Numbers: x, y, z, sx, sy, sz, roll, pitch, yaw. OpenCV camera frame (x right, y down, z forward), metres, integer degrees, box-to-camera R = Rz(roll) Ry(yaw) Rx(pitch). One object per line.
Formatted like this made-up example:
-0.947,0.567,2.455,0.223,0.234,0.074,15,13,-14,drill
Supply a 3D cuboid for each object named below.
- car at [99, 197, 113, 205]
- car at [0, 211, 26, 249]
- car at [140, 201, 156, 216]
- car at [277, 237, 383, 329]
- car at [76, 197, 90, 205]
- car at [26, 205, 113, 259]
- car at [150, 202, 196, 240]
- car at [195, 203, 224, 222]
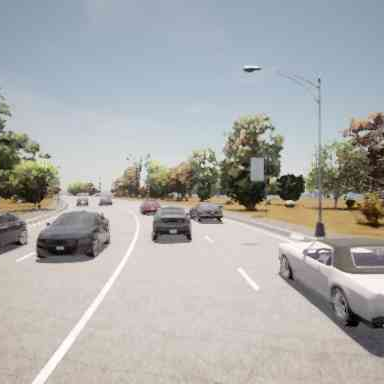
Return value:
-14.050,1.585,54.139,1.994,1.385,4.181,0,0,-19,car
-7.839,1.521,12.488,1.837,1.490,4.892,0,0,-6,car
-4.345,1.575,34.705,1.994,1.385,4.181,0,0,-14,car
3.319,1.594,6.965,1.895,1.301,4.718,0,0,-3,car
-17.488,1.513,53.351,2.128,1.511,4.902,0,0,-19,car
-4.360,1.487,12.887,1.882,1.535,5.008,0,0,-6,car
-1.116,1.508,17.222,1.837,1.490,4.892,0,0,-7,car
1.035,1.550,26.526,2.033,1.411,5.357,0,0,-10,car
